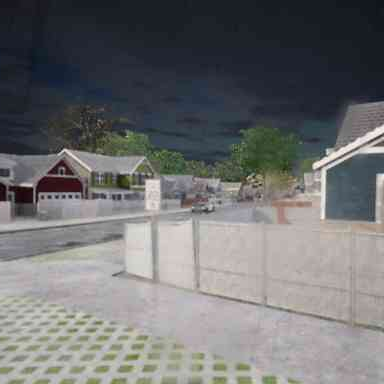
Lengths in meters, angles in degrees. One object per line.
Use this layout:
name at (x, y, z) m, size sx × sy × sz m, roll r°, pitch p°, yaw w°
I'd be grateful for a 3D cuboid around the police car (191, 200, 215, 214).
police car at (1.393, 1.872, 41.757) m, size 2.038 × 1.542 × 4.974 m, roll 1°, pitch 0°, yaw 19°
